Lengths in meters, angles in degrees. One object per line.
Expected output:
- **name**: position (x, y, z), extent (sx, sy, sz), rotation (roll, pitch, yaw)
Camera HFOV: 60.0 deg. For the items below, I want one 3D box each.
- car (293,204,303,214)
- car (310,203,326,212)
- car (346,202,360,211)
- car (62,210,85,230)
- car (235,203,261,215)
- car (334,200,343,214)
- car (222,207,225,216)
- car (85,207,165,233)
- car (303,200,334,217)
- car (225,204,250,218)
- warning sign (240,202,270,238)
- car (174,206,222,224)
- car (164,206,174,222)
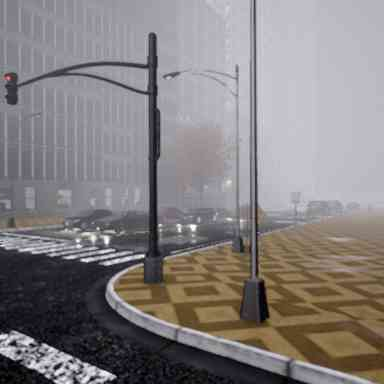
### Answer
- **car**: position (16.671, 2.567, 49.918), extent (1.812, 1.442, 4.674), rotation (0, -1, 33)
- **car**: position (22.256, 2.753, 58.606), extent (1.812, 1.442, 4.674), rotation (0, -1, 33)
- **car**: position (31.771, 2.748, 65.468), extent (2.097, 1.767, 4.553), rotation (0, -1, 33)
- **car**: position (-7.389, 1.984, 24.882), extent (1.812, 1.442, 4.674), rotation (0, -1, 31)
- **car**: position (8.357, 2.466, 49.284), extent (1.882, 1.535, 5.008), rotation (0, -1, 33)
- **car**: position (22.695, 2.354, 53.277), extent (2.150, 2.045, 5.566), rotation (0, -1, 33)
- **car**: position (2.905, 2.370, 40.893), extent (1.994, 1.385, 4.181), rotation (0, -1, 32)
- **car**: position (-4.519, 1.992, 23.350), extent (2.033, 1.411, 5.357), rotation (0, -1, 33)
- **car**: position (16.882, 2.160, 44.238), extent (2.150, 2.045, 5.566), rotation (0, -1, 33)
- **car**: position (6.095, 2.329, 39.832), extent (1.812, 1.442, 4.674), rotation (0, -1, 33)
- **warning sign**: position (3.479, 1.508, 18.289), extent (1.300, 1.860, 1.060), rotation (1, 0, 33)
- **car**: position (0.670, 2.125, 31.415), extent (1.837, 1.490, 4.892), rotation (0, -1, 33)
- **car**: position (-2.474, 2.150, 32.534), extent (1.812, 1.442, 4.674), rotation (0, -1, 33)
